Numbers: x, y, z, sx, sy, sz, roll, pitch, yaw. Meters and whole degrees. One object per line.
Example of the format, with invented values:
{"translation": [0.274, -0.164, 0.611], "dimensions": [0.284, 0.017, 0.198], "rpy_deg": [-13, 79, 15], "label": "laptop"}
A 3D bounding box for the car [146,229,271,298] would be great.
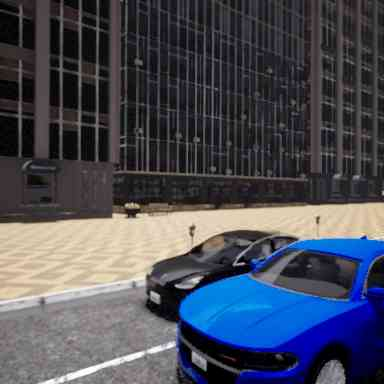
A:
{"translation": [1.106, 1.552, 7.338], "dimensions": [4.313, 1.339, 1.947], "rpy_deg": [0, 1, -35], "label": "car"}

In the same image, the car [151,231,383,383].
{"translation": [2.106, 1.465, 4.881], "dimensions": [5.008, 1.535, 1.882], "rpy_deg": [0, 0, -36], "label": "car"}
